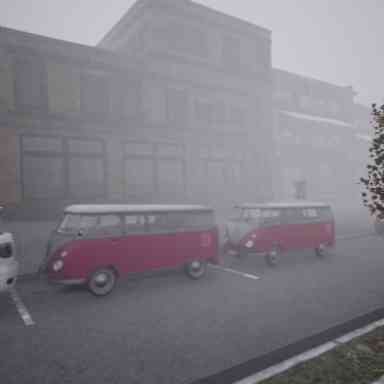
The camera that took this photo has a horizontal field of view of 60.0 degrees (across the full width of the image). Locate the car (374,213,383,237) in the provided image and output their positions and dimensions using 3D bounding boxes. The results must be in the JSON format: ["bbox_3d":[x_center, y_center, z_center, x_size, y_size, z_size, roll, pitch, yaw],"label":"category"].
[{"bbox_3d":[12.218,1.384,18.133,5.566,2.045,2.435,0,0,-35],"label":"car"}]

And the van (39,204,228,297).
[{"bbox_3d":[-1.459,1.290,8.502,4.442,1.987,1.878,1,0,-35],"label":"van"}]

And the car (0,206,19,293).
[{"bbox_3d":[-5.920,1.220,5.359,5.566,2.045,2.435,1,0,-35],"label":"car"}]

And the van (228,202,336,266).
[{"bbox_3d":[3.077,1.333,11.695,4.442,1.987,1.878,0,0,-35],"label":"van"}]
